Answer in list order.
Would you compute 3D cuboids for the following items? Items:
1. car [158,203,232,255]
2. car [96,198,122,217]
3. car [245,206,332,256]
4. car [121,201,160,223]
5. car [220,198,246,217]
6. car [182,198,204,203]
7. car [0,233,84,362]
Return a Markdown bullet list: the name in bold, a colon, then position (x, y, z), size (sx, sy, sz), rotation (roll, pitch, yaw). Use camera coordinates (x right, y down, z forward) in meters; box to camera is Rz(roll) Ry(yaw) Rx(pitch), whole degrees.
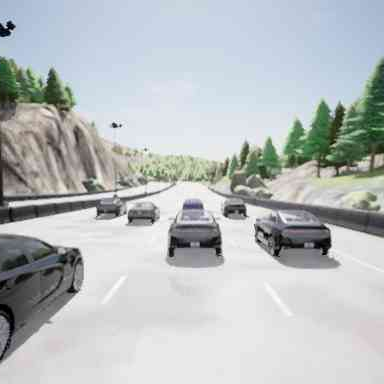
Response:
- **car**: position (0.096, 1.408, 12.786), size (2.128, 1.511, 4.902), rotation (0, 0, 0)
- **car**: position (-6.908, 1.303, 28.968), size (2.128, 1.511, 4.902), rotation (0, 0, 0)
- **car**: position (3.596, 1.409, 12.627), size (2.128, 1.511, 4.902), rotation (0, 0, 0)
- **car**: position (-3.407, 1.390, 24.104), size (2.033, 1.411, 5.357), rotation (0, 0, 0)
- **car**: position (3.592, 1.316, 29.060), size (1.837, 1.490, 4.892), rotation (0, 0, 0)
- **car**: position (0.092, 1.280, 30.513), size (1.882, 1.535, 5.008), rotation (0, 0, 0)
- **car**: position (-3.402, 1.440, 5.657), size (1.882, 1.535, 5.008), rotation (0, 0, 0)
